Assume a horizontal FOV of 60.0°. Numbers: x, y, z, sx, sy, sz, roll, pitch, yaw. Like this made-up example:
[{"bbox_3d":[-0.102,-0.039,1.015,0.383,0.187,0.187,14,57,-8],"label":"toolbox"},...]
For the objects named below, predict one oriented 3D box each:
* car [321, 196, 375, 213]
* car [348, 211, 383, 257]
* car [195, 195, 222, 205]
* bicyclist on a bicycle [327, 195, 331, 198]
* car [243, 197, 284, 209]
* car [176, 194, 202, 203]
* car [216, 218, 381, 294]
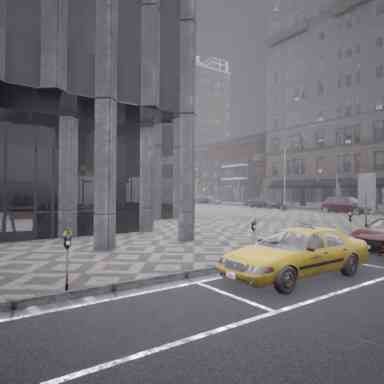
[{"bbox_3d":[14.576,1.198,31.210,2.097,1.767,4.553,1,0,-35],"label":"car"},{"bbox_3d":[7.535,1.547,12.148,4.507,1.381,1.887,0,1,-36],"label":"car"},{"bbox_3d":[2.321,1.144,48.578,2.128,1.511,4.902,1,0,-35],"label":"car"},{"bbox_3d":[16.332,1.158,39.536,1.656,1.620,0.582,0,0,-35],"label":"bicyclist on a bicycle"},{"bbox_3d":[8.533,1.298,39.754,2.033,1.411,5.357,1,0,-36],"label":"car"},{"bbox_3d":[-0.619,1.088,58.181,2.128,1.511,4.902,1,0,-35],"label":"car"},{"bbox_3d":[2.821,1.527,8.777,4.829,1.417,1.752,0,1,-36],"label":"car"}]
